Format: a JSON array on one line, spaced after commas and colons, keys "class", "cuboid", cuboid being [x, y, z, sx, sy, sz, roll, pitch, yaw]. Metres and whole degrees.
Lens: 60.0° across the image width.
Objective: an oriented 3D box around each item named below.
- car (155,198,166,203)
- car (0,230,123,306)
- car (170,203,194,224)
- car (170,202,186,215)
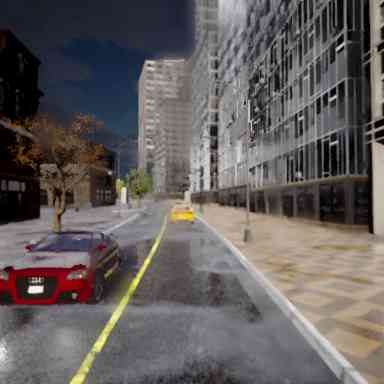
[{"class": "car", "cuboid": [-7.846, 2.456, 86.637, 1.812, 1.442, 4.674, 0, -1, -10]}, {"class": "car", "cuboid": [-2.981, 1.678, 8.256, 1.994, 1.385, 4.181, 0, -1, -1]}, {"class": "car", "cuboid": [-0.848, 1.855, 28.376, 1.882, 1.535, 5.008, 0, -1, -3]}, {"class": "car", "cuboid": [-1.822, 2.075, 41.663, 1.812, 1.442, 4.674, 0, -1, -5]}]
